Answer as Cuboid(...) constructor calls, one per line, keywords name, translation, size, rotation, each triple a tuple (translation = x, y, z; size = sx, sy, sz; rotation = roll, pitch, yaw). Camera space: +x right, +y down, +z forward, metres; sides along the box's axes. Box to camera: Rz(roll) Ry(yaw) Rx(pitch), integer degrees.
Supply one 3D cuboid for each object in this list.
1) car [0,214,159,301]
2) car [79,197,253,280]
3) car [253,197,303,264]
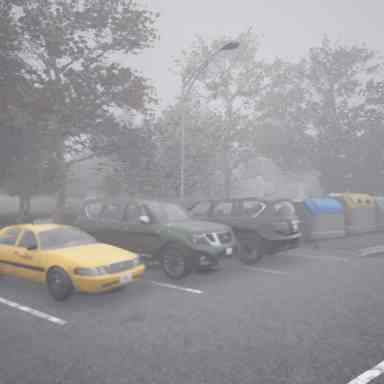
Cuboid(name="car", translation=(-3.580, 1.477, 8.417), size=(5.366, 1.575, 1.946), rotation=(-1, -1, 34))
Cuboid(name="car", translation=(-1.303, 1.225, 10.214), size=(5.566, 2.045, 2.435), rotation=(-1, -1, 35))
Cuboid(name="car", translation=(1.054, 1.220, 11.951), size=(5.566, 2.045, 2.435), rotation=(-1, 0, 35))
